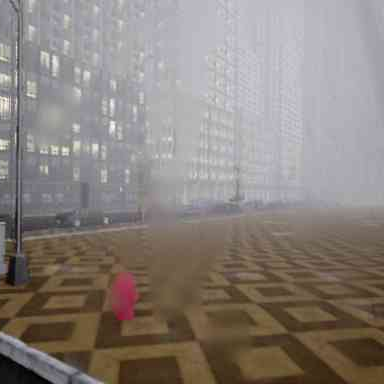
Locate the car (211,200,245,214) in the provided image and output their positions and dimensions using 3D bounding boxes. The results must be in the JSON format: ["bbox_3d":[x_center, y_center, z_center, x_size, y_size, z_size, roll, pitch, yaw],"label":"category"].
[{"bbox_3d":[4.766,2.056,43.440,1.947,1.339,4.313,0,0,35],"label":"car"}]

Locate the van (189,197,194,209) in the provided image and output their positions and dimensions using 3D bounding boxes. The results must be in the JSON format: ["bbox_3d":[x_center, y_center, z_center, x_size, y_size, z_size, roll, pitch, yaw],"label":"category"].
[{"bbox_3d":[1.108,1.746,52.862,1.690,1.788,3.998,0,0,35],"label":"van"}]

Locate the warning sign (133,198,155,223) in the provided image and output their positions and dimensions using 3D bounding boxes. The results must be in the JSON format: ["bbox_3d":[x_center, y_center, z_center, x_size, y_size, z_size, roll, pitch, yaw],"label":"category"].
[{"bbox_3d":[-3.874,1.460,26.789,1.300,1.860,1.060,2,1,35],"label":"warning sign"}]

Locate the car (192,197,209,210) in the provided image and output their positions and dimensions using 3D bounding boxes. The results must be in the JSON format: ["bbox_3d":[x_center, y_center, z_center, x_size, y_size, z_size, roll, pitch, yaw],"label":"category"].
[{"bbox_3d":[2.620,1.930,50.386,2.128,1.511,4.902,1,0,35],"label":"car"}]

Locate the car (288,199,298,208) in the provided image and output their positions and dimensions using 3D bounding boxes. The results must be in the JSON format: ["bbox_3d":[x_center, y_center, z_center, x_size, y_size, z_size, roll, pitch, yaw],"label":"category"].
[{"bbox_3d":[17.639,2.294,61.978,1.802,1.307,4.206,0,0,35],"label":"car"}]

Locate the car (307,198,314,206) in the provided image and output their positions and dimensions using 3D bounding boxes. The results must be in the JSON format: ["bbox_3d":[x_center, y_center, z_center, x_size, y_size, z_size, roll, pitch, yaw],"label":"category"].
[{"bbox_3d":[24.077,2.389,71.247,1.947,1.339,4.313,0,0,35],"label":"car"}]

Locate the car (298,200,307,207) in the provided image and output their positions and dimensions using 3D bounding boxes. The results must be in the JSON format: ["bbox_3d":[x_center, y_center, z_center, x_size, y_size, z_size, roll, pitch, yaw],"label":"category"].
[{"bbox_3d":[20.860,2.208,66.613,1.967,1.590,4.097,0,0,35],"label":"car"}]

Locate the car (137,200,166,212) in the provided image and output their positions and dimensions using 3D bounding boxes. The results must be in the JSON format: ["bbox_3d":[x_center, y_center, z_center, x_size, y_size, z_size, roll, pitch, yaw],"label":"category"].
[{"bbox_3d":[-5.328,1.734,43.595,1.967,1.590,4.097,0,0,35],"label":"car"}]

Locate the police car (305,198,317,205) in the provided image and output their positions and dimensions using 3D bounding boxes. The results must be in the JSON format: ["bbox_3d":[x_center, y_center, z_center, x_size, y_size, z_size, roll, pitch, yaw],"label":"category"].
[{"bbox_3d":[29.569,2.335,82.792,1.930,1.638,5.238,1,0,30],"label":"police car"}]

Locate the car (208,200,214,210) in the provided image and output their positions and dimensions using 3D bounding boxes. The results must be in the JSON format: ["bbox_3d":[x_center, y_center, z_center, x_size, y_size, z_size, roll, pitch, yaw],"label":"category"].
[{"bbox_3d":[4.649,2.046,47.897,1.994,1.385,4.181,1,0,35],"label":"car"}]

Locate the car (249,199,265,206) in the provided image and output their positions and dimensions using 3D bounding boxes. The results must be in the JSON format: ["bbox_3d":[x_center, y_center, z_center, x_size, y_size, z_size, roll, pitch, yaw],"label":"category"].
[{"bbox_3d":[13.977,2.208,71.394,1.802,1.307,4.206,0,0,35],"label":"car"}]

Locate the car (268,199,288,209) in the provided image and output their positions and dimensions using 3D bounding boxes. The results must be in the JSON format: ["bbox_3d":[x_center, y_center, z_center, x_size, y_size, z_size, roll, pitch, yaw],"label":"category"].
[{"bbox_3d":[14.422,2.223,57.344,1.947,1.339,4.313,0,0,35],"label":"car"}]

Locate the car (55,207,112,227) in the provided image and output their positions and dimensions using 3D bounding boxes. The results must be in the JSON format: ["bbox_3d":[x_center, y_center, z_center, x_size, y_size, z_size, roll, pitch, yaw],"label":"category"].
[{"bbox_3d":[-8.001,1.818,24.831,2.008,1.369,4.403,0,0,35],"label":"car"}]

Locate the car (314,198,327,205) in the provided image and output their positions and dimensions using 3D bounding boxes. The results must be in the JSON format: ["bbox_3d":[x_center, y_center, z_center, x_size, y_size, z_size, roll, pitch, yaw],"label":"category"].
[{"bbox_3d":[30.514,2.498,80.516,1.947,1.339,4.313,0,0,35],"label":"car"}]

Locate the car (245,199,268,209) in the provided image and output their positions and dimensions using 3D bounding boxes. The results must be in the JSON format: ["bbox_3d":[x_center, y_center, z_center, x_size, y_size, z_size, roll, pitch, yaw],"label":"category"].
[{"bbox_3d":[10.565,2.075,56.490,2.128,1.511,4.902,1,0,35],"label":"car"}]

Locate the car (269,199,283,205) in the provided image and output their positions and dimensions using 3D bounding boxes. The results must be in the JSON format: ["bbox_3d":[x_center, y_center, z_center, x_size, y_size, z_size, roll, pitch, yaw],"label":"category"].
[{"bbox_3d":[20.412,2.302,80.661,1.947,1.339,4.313,1,0,35],"label":"car"}]
